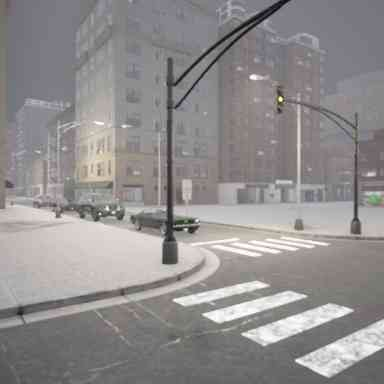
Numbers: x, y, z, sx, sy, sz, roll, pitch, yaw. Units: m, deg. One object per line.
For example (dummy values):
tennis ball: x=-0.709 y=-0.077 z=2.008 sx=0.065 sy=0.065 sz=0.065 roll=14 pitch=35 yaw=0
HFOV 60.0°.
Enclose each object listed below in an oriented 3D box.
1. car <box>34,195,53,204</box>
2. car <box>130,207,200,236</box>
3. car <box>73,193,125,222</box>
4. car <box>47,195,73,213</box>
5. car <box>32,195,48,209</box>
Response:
car: x=-25.353 y=1.277 z=56.597 sx=2.033 sy=1.411 sz=5.357 roll=0 pitch=0 yaw=-35
car: x=-1.586 y=1.534 z=18.205 sx=1.895 sy=1.301 sz=4.718 roll=0 pitch=0 yaw=-36
car: x=-7.230 y=1.108 z=26.109 sx=2.150 sy=2.045 sz=5.566 roll=0 pitch=0 yaw=-35
car: x=-13.102 y=1.317 z=34.365 sx=1.882 sy=1.535 sz=5.008 roll=0 pitch=0 yaw=-36
car: x=-19.006 y=1.145 z=42.701 sx=2.097 sy=1.767 sz=4.553 roll=0 pitch=0 yaw=-35
